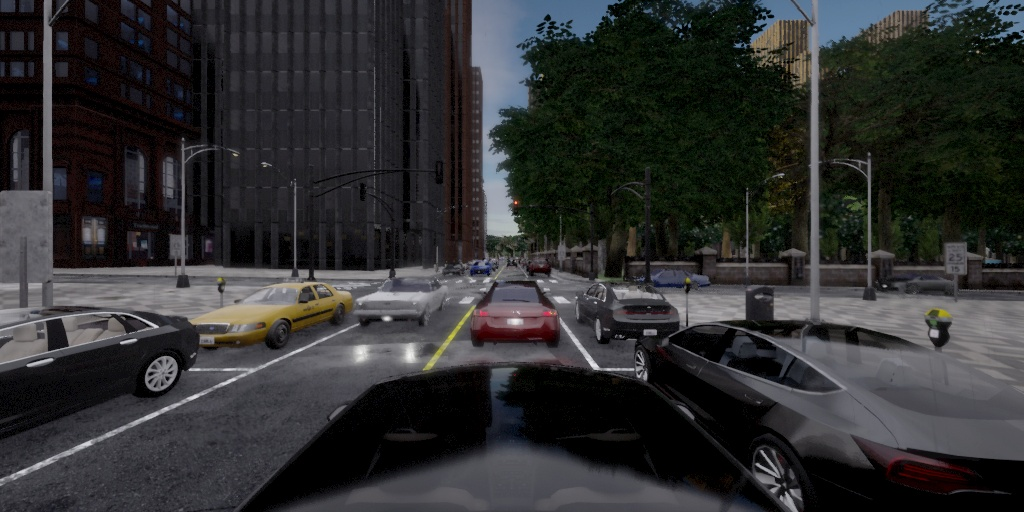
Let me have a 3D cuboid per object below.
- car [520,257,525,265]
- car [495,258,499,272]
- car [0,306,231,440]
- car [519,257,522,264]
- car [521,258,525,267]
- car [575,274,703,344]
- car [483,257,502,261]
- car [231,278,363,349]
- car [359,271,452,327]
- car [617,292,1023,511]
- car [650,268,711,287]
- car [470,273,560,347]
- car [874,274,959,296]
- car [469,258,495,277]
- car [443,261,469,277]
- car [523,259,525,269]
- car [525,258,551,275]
[{"bbox_3d":[2.760,1.337,57.839,2.007,1.370,4.403,0,0,0],"label":"car"},{"bbox_3d":[-3.093,1.338,46.584,1.994,1.385,4.181,0,0,0],"label":"car"},{"bbox_3d":[-5.762,1.300,3.827,2.007,1.370,4.403,0,0,0],"label":"car"},{"bbox_3d":[2.760,1.233,63.296,1.967,1.591,4.097,0,0,0],"label":"car"},{"bbox_3d":[2.760,1.331,52.383,2.007,1.370,4.403,0,0,0],"label":"car"},{"bbox_3d":[2.763,1.301,9.349,2.007,1.370,4.403,0,0,0],"label":"car"},{"bbox_3d":[-3.086,1.277,56.630,2.128,1.511,4.902,0,0,0],"label":"car"},{"bbox_3d":[-5.763,1.276,9.170,1.751,1.417,4.829,0,0,0],"label":"car"},{"bbox_3d":[-3.364,1.350,11.686,1.895,1.301,4.718,0,0,-1],"label":"car"},{"bbox_3d":[2.763,1.316,3.836,1.948,1.339,4.313,0,0,0],"label":"car"},{"bbox_3d":[10.300,1.535,23.889,5.357,1.411,2.033,1,0,-5],"label":"car"},{"bbox_3d":[0.081,1.314,9.344,1.994,1.385,4.181,0,0,0],"label":"car"},{"bbox_3d":[27.191,1.897,24.219,4.181,1.385,1.994,1,0,0],"label":"car"},{"bbox_3d":[-3.093,1.241,36.619,1.882,1.535,5.008,0,0,0],"label":"car"},{"bbox_3d":[-5.764,1.328,36.004,1.948,1.339,4.313,0,0,0],"label":"car"},{"bbox_3d":[2.761,1.340,46.926,1.948,1.339,4.313,0,0,0],"label":"car"},{"bbox_3d":[2.761,1.077,36.014,2.192,1.841,5.009,0,0,0],"label":"car"}]
